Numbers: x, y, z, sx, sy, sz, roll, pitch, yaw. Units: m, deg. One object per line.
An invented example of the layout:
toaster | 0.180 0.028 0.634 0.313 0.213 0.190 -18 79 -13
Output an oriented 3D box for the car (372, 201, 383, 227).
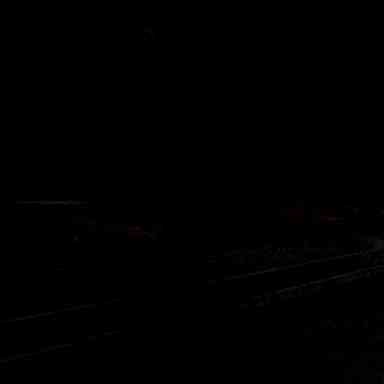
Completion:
car | 11.760 1.539 24.494 4.553 1.767 2.185 -1 -1 34

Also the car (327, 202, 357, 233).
car | 7.086 1.619 20.924 5.366 1.575 1.946 -1 -1 34

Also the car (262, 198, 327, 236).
car | 4.490 1.353 19.308 5.566 2.045 2.435 -1 -1 34

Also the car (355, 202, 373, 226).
car | 9.340 1.645 22.758 4.892 1.521 2.231 -1 -1 34

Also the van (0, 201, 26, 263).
van | -7.502 1.276 10.590 4.442 1.987 1.878 -1 -1 35

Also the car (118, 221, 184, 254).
car | -2.596 1.538 14.002 5.366 1.575 1.946 -1 -1 35

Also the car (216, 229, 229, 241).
car | -0.354 1.593 15.847 4.792 1.488 2.163 -1 -1 35

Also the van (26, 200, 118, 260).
van | -5.077 1.296 12.320 4.442 1.987 1.878 -1 -1 35
